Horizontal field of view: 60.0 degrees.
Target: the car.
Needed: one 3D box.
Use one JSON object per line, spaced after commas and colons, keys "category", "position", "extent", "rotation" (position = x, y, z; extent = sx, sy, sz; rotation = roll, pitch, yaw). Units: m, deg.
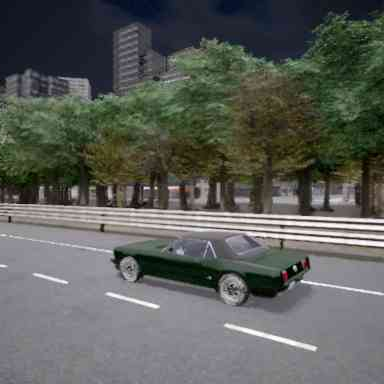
{"category": "car", "position": [0.206, 1.602, 8.023], "extent": [4.718, 1.301, 1.895], "rotation": [0, 0, 36]}
